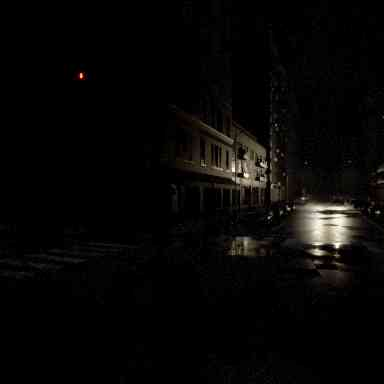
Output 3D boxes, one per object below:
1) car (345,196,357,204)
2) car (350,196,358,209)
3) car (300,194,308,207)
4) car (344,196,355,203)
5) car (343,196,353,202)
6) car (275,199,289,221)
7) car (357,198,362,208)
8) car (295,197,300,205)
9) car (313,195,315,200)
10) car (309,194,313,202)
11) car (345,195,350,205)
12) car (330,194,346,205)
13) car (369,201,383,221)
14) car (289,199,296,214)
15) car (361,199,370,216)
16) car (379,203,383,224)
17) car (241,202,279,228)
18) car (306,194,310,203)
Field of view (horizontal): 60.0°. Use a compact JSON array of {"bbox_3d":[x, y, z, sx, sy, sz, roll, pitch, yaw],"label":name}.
[{"bbox_3d":[31.163,1.562,65.214,1.947,1.339,4.313,1,0,22],"label":"car"},{"bbox_3d":[22.807,1.567,44.730,1.947,1.339,4.313,1,0,22],"label":"car"},{"bbox_3d":[16.934,1.525,52.902,1.752,1.417,4.829,1,0,22],"label":"car"},{"bbox_3d":[33.252,1.576,70.335,1.802,1.307,4.206,1,0,22],"label":"car"},{"bbox_3d":[35.341,1.559,75.457,1.947,1.339,4.313,1,0,22],"label":"car"},{"bbox_3d":[6.556,1.568,27.460,1.947,1.339,4.313,1,0,22],"label":"car"},{"bbox_3d":[18.630,1.547,34.488,1.887,1.381,4.507,1,0,22],"label":"car"},{"bbox_3d":[10.733,1.546,37.700,1.887,1.381,4.507,1,0,22],"label":"car"},{"bbox_3d":[25.353,1.309,73.537,2.192,1.841,5.009,1,0,22],"label":"car"},{"bbox_3d":[23.263,1.562,68.418,1.947,1.339,4.313,1,0,22],"label":"car"},{"bbox_3d":[26.985,1.550,54.972,2.008,1.369,4.403,1,0,22],"label":"car"},{"bbox_3d":[26.660,1.525,60.966,1.812,1.442,4.674,0,-1,22],"label":"car"},{"bbox_3d":[14.452,1.547,24.245,1.887,1.381,4.507,1,0,22],"label":"car"},{"bbox_3d":[8.644,1.553,32.580,2.008,1.369,4.403,1,0,22],"label":"car"},{"bbox_3d":[16.541,1.553,29.367,2.008,1.369,4.403,1,0,22],"label":"car"},{"bbox_3d":[12.363,1.568,19.124,1.947,1.339,4.313,1,0,22],"label":"car"},{"bbox_3d":[4.467,1.584,22.341,1.802,1.307,4.206,1,0,22],"label":"car"},{"bbox_3d":[19.086,1.565,58.179,1.947,1.339,4.313,1,0,22],"label":"car"}]
